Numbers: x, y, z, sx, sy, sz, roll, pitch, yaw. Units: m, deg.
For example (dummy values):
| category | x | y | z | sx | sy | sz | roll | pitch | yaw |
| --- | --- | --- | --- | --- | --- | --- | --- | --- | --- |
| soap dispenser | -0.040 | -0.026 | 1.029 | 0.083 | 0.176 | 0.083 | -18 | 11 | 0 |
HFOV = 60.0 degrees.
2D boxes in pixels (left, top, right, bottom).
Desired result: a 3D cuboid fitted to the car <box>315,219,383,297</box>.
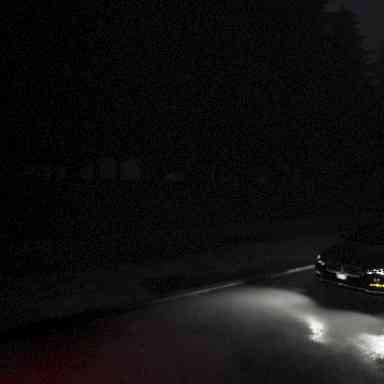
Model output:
| category | x | y | z | sx | sy | sz | roll | pitch | yaw |
| --- | --- | --- | --- | --- | --- | --- | --- | --- | --- |
| car | 5.018 | 1.459 | 8.156 | 4.892 | 1.490 | 1.837 | 0 | 0 | -35 |
